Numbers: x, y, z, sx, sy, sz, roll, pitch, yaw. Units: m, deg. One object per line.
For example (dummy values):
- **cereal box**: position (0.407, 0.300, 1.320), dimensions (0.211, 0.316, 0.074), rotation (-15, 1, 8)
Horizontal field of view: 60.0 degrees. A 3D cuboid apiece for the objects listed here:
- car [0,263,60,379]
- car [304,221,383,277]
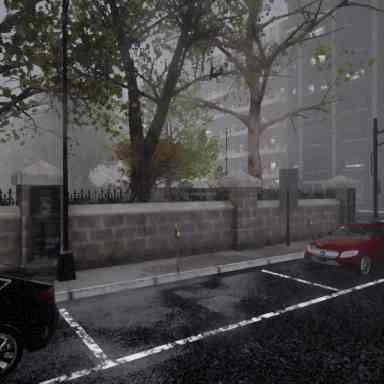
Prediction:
- **car**: position (-3.830, 1.566, 3.858), dimensions (4.313, 1.339, 1.947), rotation (0, 0, -35)
- **car**: position (5.243, 1.581, 10.201), dimensions (4.206, 1.307, 1.802), rotation (0, 0, -35)
